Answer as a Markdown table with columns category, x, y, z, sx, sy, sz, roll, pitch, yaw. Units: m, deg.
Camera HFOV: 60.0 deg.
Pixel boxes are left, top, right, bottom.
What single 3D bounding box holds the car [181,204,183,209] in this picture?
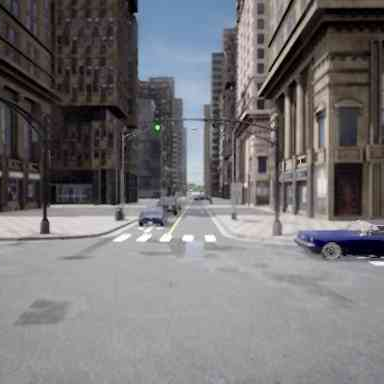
| category | x | y | z | sx | sy | sz | roll | pitch | yaw |
| --- | --- | --- | --- | --- | --- | --- | --- | --- | --- |
| car | -2.495 | 1.922 | 49.087 | 1.812 | 1.442 | 4.674 | 0 | -1 | 1 |

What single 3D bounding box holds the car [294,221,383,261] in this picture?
| category | x | y | z | sx | sy | sz | roll | pitch | yaw |
| --- | --- | --- | --- | --- | --- | --- | --- | --- | --- |
| car | 6.212 | 1.698 | 11.948 | 4.718 | 1.301 | 1.895 | 0 | 0 | 1 |

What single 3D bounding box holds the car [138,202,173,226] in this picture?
| category | x | y | z | sx | sy | sz | roll | pitch | yaw |
| --- | --- | --- | --- | --- | --- | --- | --- | --- | --- |
| car | -2.822 | 1.751 | 25.300 | 2.033 | 1.411 | 5.357 | 0 | 0 | 0 |

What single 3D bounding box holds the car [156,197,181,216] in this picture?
| category | x | y | z | sx | sy | sz | roll | pitch | yaw |
| --- | --- | --- | --- | --- | --- | --- | --- | --- | --- |
| car | -2.667 | 1.521 | 36.972 | 2.150 | 2.045 | 5.566 | 0 | -1 | 1 |
